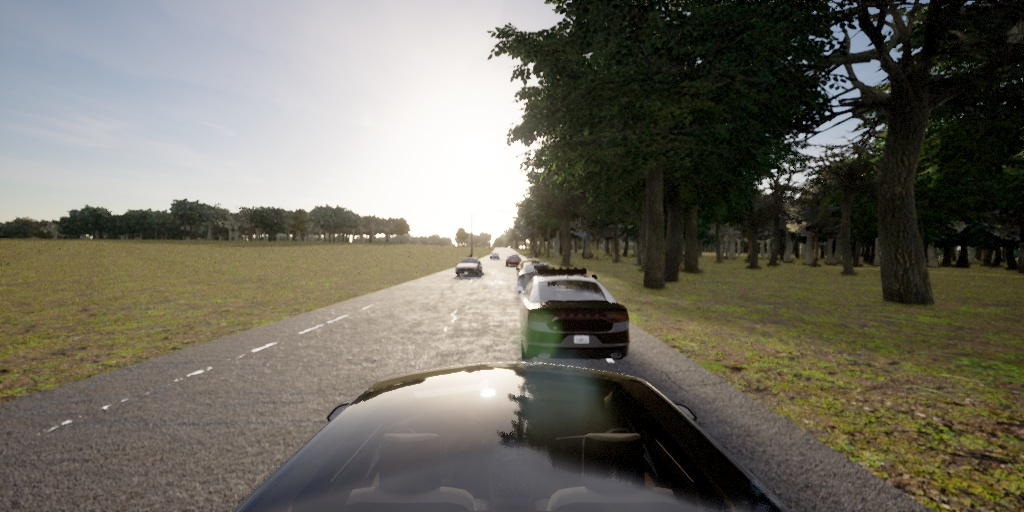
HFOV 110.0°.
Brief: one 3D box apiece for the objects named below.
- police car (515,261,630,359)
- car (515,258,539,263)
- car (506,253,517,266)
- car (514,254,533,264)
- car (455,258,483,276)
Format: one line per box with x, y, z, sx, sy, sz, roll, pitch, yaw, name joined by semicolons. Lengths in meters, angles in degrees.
1.122;1.079;8.264;1.930;1.638;5.238;0;1;0;police car
1.188;1.022;18.161;1.812;1.442;4.674;0;1;0;car
0.211;0.537;46.552;1.994;1.385;4.181;0;1;2;car
1.217;0.846;24.352;1.801;1.575;5.366;0;1;0;car
-3.416;0.843;29.438;2.033;1.411;5.357;0;1;0;car
